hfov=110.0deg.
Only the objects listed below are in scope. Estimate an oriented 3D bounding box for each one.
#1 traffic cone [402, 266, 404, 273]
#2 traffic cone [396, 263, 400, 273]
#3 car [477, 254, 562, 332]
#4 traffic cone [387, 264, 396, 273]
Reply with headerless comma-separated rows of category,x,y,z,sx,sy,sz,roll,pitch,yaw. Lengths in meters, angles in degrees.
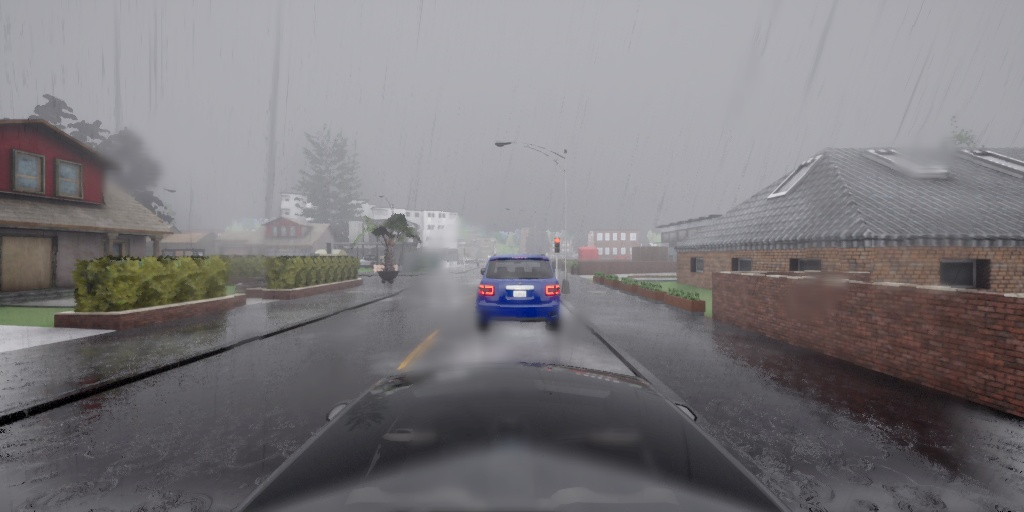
traffic cone,-14.049,1.582,47.482,0.344,0.586,0.344,0,0,0
traffic cone,-15.056,1.558,46.450,0.344,0.586,0.344,0,0,0
car,0.185,0.971,11.005,2.150,2.045,5.566,0,0,0
traffic cone,-15.421,1.561,45.883,0.344,0.586,0.344,0,0,0
